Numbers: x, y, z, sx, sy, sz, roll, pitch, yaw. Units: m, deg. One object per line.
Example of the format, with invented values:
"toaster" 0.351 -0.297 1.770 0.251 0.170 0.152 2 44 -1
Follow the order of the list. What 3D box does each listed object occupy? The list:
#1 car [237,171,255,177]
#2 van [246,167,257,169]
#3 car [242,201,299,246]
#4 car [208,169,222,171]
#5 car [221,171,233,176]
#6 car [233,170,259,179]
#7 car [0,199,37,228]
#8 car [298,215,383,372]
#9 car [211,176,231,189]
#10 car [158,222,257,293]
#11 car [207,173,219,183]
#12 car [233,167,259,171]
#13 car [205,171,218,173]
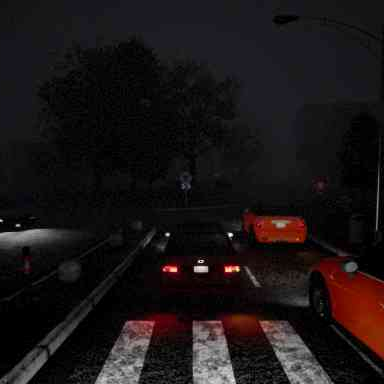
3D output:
"car" 14.751 -4.927 91.054 4.792 1.488 2.163 1 6 11
"van" 13.747 -4.665 85.673 4.442 1.987 1.878 1 5 10
"car" 3.421 1.165 14.484 2.097 1.767 4.553 0 2 3
"car" 5.950 -4.417 85.659 1.882 1.535 5.008 1 6 10
"car" 8.112 -3.802 80.374 1.895 1.301 4.718 1 5 10
"car" 12.941 -3.923 80.266 4.892 1.521 2.231 1 5 10
"car" -10.393 1.138 18.520 2.033 1.411 5.357 -3 5 -41
"car" 3.168 1.348 4.226 2.097 1.767 4.553 0 0 0
"car" 4.753 -1.327 52.065 1.837 1.490 4.892 -1 4 -7
"car" 0.197 1.512 8.979 2.033 1.411 5.357 0 1 1
"car" 3.929 -2.523 66.323 1.994 1.385 4.181 0 5 3
"car" 14.341 -4.946 88.342 5.566 2.045 2.435 1 6 10
"car" 4.465 -3.457 76.176 2.033 1.411 5.357 1 5 9
